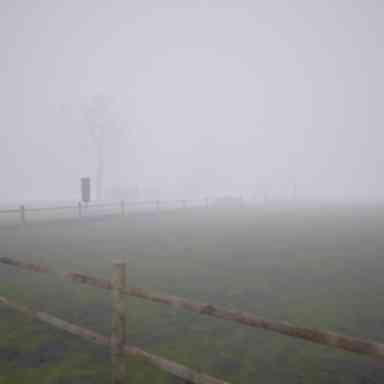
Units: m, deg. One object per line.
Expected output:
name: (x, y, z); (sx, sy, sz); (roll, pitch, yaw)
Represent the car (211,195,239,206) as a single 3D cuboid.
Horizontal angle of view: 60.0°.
car: (4.737, 1.172, 47.217); (2.033, 1.411, 5.357); (-2, 0, 35)
